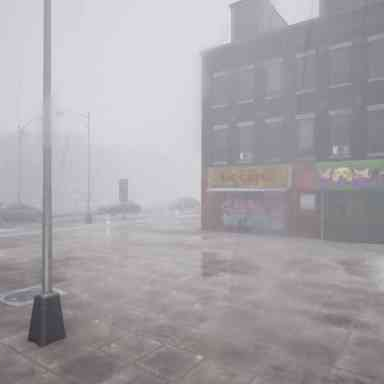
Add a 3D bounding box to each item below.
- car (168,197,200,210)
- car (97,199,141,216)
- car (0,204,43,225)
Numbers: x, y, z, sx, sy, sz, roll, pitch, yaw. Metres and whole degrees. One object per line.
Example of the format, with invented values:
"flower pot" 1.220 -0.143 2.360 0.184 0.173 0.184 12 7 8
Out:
"car" -0.912 1.378 40.200 1.837 1.490 4.892 0 0 36
"car" -6.866 1.435 31.784 1.812 1.442 4.674 0 0 35
"car" -12.736 1.512 23.470 1.994 1.385 4.181 0 0 36
